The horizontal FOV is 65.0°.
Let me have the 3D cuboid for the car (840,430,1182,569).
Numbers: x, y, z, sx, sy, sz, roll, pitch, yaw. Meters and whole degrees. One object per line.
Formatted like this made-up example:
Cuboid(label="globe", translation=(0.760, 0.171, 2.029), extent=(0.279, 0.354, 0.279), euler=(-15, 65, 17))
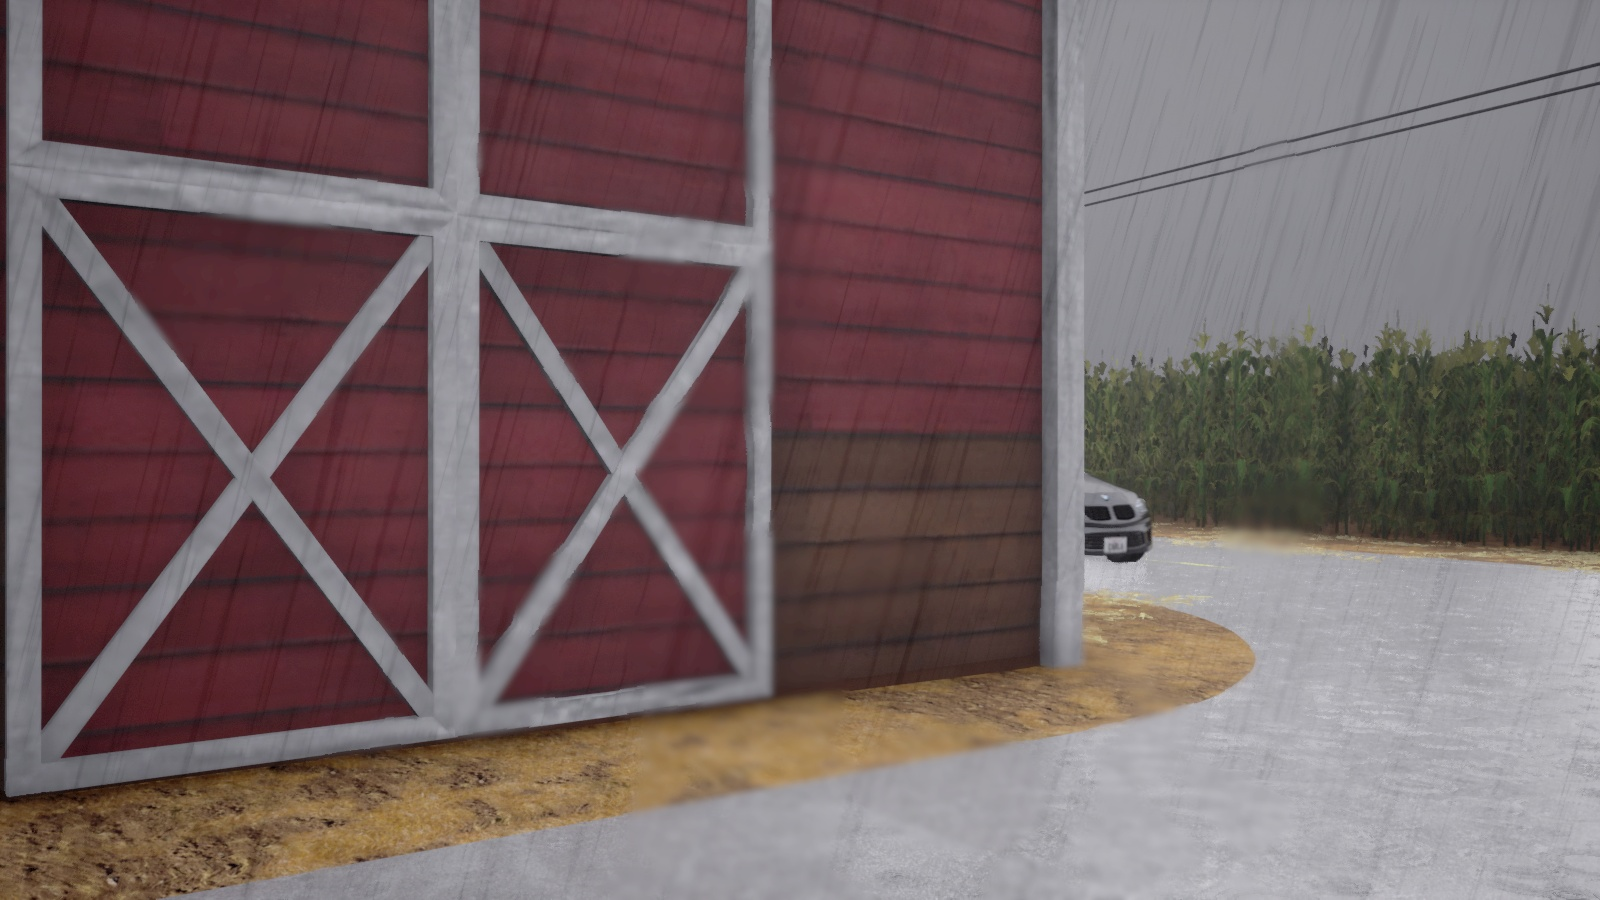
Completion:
Cuboid(label="car", translation=(2.782, 0.610, 17.662), extent=(2.242, 1.667, 4.611), euler=(0, 0, -32))
